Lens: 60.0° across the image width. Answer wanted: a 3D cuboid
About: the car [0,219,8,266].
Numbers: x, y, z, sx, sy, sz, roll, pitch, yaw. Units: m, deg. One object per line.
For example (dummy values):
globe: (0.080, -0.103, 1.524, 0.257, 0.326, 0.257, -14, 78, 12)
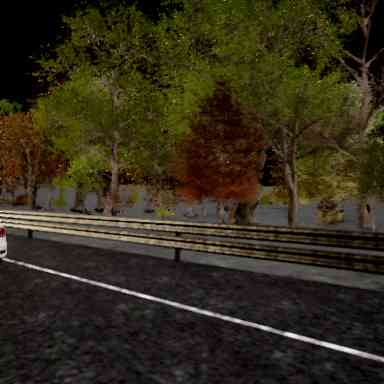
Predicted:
car: (-7.937, 1.340, 10.546, 5.566, 2.045, 2.150, 0, 0, 39)
